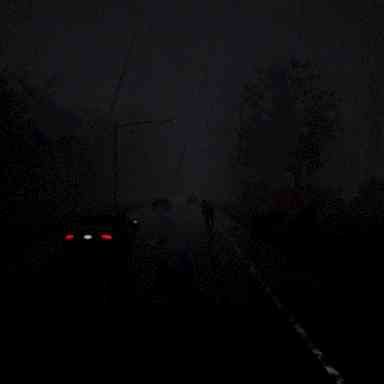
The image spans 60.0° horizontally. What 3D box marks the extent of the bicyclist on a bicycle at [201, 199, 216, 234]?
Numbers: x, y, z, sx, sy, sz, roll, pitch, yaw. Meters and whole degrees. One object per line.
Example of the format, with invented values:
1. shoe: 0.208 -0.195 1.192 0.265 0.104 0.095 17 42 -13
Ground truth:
1. bicyclist on a bicycle: 0.967 1.330 18.010 0.659 1.776 1.843 0 0 0

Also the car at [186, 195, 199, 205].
1. car: 0.102 1.227 57.620 2.097 1.767 4.553 0 0 0

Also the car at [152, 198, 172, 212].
1. car: -3.400 1.409 37.474 2.128 1.511 4.902 0 0 0

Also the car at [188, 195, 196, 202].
1. car: 0.004 1.342 73.605 1.837 1.490 4.892 0 0 0

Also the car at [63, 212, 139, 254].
1. car: -3.401 1.517 13.370 2.033 1.411 5.357 0 0 0
